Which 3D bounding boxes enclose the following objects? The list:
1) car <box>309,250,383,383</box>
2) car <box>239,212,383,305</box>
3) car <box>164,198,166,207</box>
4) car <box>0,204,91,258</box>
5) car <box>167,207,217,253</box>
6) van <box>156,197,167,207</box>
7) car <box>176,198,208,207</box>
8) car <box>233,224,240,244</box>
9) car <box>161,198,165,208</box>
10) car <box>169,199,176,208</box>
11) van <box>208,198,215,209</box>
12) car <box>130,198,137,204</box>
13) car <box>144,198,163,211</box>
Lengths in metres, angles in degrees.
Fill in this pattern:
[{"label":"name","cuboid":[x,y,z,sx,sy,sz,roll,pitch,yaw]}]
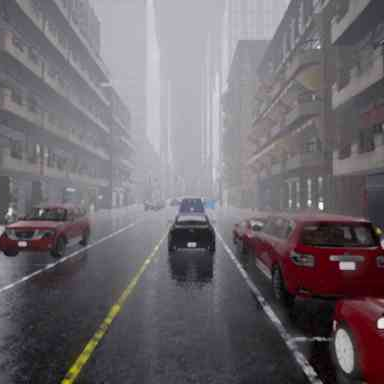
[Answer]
[{"label":"car","cuboid":[2.703,1.571,2.640,1.887,1.381,4.507,1,-1,0]},{"label":"car","cuboid":[2.704,1.394,8.183,2.192,1.841,5.009,1,-1,0]},{"label":"car","cuboid":[-5.677,2.109,57.983,1.947,1.339,4.313,1,-1,0]},{"label":"car","cuboid":[-5.680,1.445,13.665,2.192,1.841,5.009,1,-1,0]},{"label":"car","cuboid":[-0.003,1.645,14.315,1.837,1.490,4.892,0,0,0]},{"label":"van","cuboid":[-5.845,1.935,63.526,1.690,1.788,3.998,1,-1,0]},{"label":"car","cuboid":[-0.015,1.490,29.030,2.150,2.045,5.566,0,0,0]},{"label":"car","cuboid":[2.696,1.713,13.720,1.802,1.307,4.206,1,-1,0]},{"label":"car","cuboid":[-5.674,2.073,52.444,1.802,1.307,4.206,1,-1,0]},{"label":"car","cuboid":[-3.089,2.078,60.683,1.837,1.490,4.892,0,0,0]},{"label":"van","cuboid":[2.678,1.833,52.503,1.690,1.788,3.998,1,-1,0]},{"label":"car","cuboid":[-16.541,2.302,86.164,4.097,1.590,1.967,0,-2,0]},{"label":"car","cuboid":[-5.670,1.991,46.903,2.008,1.369,4.403,1,-1,0]}]
